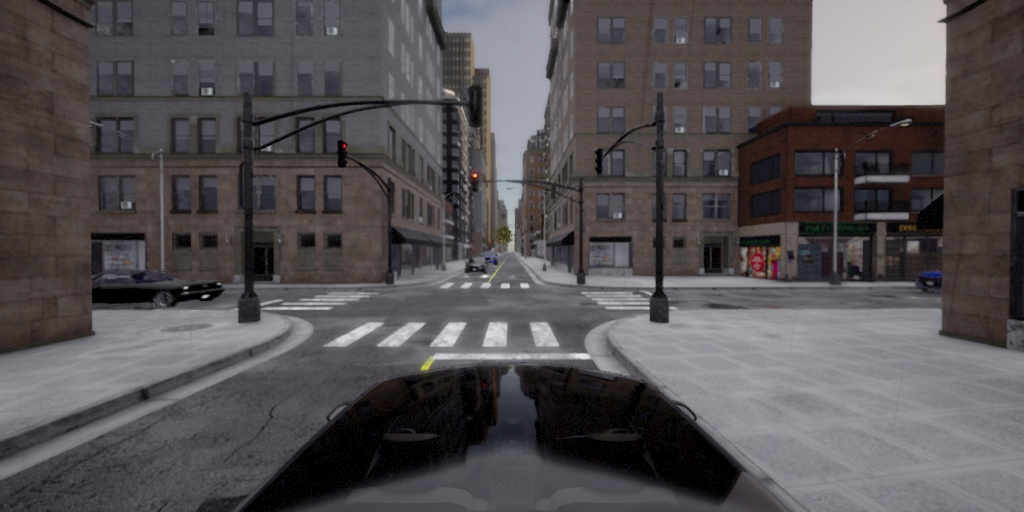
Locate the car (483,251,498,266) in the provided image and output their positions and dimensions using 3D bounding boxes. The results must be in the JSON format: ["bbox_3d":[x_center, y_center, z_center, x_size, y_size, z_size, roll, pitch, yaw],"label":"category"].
[{"bbox_3d":[-3.116,0.287,50.211,2.150,2.045,5.566,0,0,0],"label":"car"}]

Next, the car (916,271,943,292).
[{"bbox_3d":[21.746,0.983,16.517,5.008,1.535,1.882,0,1,0],"label":"car"}]

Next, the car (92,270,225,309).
[{"bbox_3d":[-13.638,1.194,13.352,4.718,1.301,1.895,0,1,0],"label":"car"}]

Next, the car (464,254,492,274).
[{"bbox_3d":[-3.120,0.820,32.241,1.837,1.490,4.892,0,1,0],"label":"car"}]
